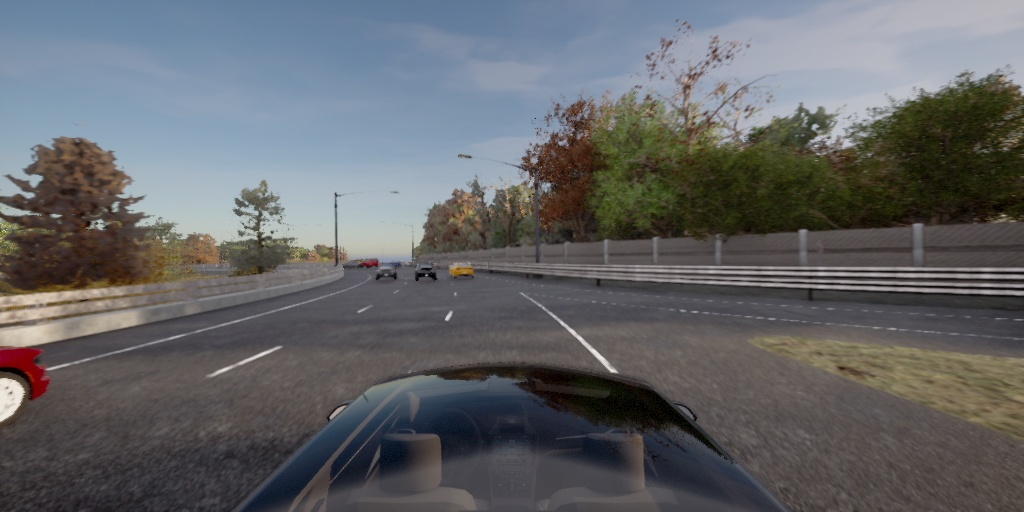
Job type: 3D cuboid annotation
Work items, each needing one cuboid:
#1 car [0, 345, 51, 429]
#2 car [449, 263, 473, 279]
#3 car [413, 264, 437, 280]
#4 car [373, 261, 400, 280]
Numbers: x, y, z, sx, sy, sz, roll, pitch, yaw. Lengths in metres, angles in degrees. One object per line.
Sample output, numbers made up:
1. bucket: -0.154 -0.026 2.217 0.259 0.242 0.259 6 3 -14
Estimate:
1. car: -7.070 1.343 2.630 1.882 1.535 5.008 -1 0 -1
2. car: -5.120 1.392 35.810 1.882 1.535 5.008 -1 0 -17
3. car: -8.206 1.465 33.955 1.837 1.490 4.892 -1 0 -16
4. car: -12.194 1.552 35.015 1.812 1.442 4.674 -1 0 -18
